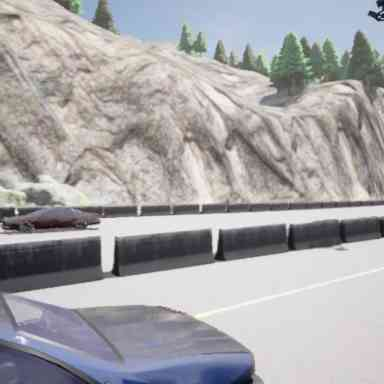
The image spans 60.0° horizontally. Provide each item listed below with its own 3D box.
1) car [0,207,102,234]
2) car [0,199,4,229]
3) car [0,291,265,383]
[{"bbox_3d":[-8.155,1.590,19.662,5.357,1.411,2.033,1,0,-35],"label":"car"},{"bbox_3d":[-13.956,1.354,19.827,4.553,1.767,2.097,1,0,-35],"label":"car"},{"bbox_3d":[-1.912,1.545,2.383,5.357,1.411,2.033,1,0,-35],"label":"car"}]
